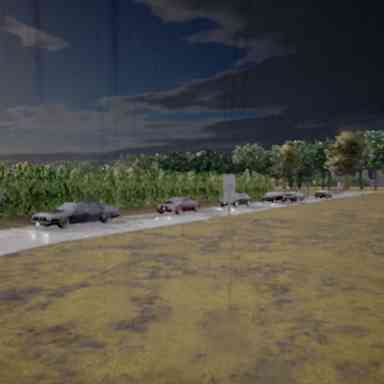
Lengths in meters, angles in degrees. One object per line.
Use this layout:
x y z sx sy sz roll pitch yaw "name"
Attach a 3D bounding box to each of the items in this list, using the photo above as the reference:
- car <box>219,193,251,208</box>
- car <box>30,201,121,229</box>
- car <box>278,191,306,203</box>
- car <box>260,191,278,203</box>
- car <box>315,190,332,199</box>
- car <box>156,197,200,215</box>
4.795 0.858 36.297 1.837 1.490 4.892 0 1 36 "car"
-6.754 1.275 19.945 2.033 1.411 5.357 0 1 34 "car"
13.347 0.662 43.281 1.837 1.490 4.892 0 1 35 "car"
10.890 0.638 44.835 1.882 1.535 5.008 0 1 36 "car"
21.899 0.360 55.350 1.882 1.535 5.008 0 1 35 "car"
-1.101 1.107 28.008 1.994 1.385 4.181 0 1 34 "car"
